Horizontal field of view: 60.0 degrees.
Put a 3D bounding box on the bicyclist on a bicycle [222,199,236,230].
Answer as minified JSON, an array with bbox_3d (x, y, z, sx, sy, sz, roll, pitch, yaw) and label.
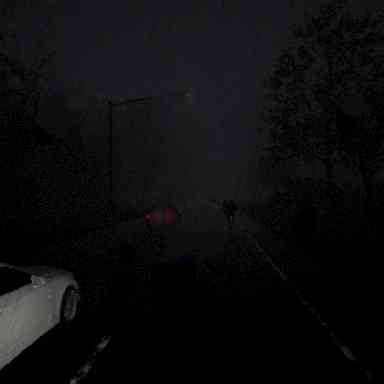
[{"bbox_3d":[2.329,1.377,19.987,0.659,1.776,1.843,0,0,3],"label":"bicyclist on a bicycle"}]

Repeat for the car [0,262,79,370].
[{"bbox_3d":[-3.026,1.527,4.060,1.812,1.442,4.674,0,0,4],"label":"car"}]

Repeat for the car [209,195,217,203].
[{"bbox_3d":[4.682,1.527,73.905,1.837,1.490,4.892,0,0,4],"label":"car"}]

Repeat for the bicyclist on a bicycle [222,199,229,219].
[{"bbox_3d":[2.871,1.462,28.781,0.582,1.620,1.656,0,0,3],"label":"bicyclist on a bicycle"}]

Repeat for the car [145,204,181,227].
[{"bbox_3d":[-1.881,1.555,22.671,2.033,1.411,5.357,0,0,4],"label":"car"}]

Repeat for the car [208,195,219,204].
[{"bbox_3d":[4.130,1.374,63.341,2.097,1.767,4.553,0,0,4],"label":"car"}]
